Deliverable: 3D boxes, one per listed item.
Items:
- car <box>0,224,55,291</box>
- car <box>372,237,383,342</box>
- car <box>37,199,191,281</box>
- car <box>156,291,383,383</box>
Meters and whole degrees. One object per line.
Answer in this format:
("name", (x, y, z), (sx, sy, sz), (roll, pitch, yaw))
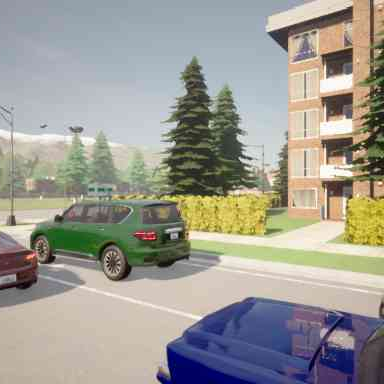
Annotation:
("car", (-5.432, 1.526, 7.810), (4.674, 1.442, 1.812), (0, 0, 36))
("car", (5.044, 1.564, 4.698), (4.181, 1.385, 1.994), (0, 0, 35))
("car", (-2.628, 1.221, 10.103), (5.566, 2.045, 2.150), (0, 0, 36))
("car", (2.008, 1.601, 2.564), (4.718, 1.301, 1.895), (0, 0, 35))
